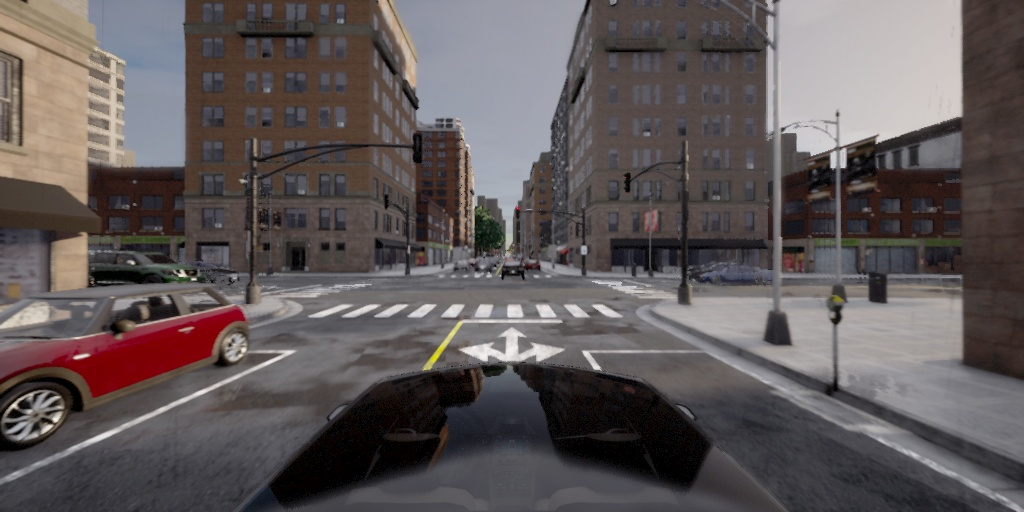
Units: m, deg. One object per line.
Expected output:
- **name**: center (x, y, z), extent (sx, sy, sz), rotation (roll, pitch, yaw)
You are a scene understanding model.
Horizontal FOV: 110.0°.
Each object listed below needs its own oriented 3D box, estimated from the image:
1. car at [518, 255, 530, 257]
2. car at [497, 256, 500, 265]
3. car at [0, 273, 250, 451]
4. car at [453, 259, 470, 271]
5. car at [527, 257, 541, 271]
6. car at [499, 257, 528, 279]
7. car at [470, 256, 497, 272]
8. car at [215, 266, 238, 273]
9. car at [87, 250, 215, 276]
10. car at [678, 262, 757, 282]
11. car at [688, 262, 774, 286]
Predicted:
- **car**: center (2.367, 0.807, 59.906), extent (2.192, 1.841, 5.009), rotation (0, 0, -1)
- **car**: center (-3.321, 1.047, 56.888), extent (2.033, 1.411, 5.357), rotation (0, 0, 0)
- **car**: center (-5.858, 1.172, 4.947), extent (1.967, 1.591, 4.097), rotation (0, 0, 0)
- **car**: center (-5.999, 1.099, 43.307), extent (2.007, 1.370, 4.403), rotation (0, 0, -1)
- **car**: center (2.527, 1.094, 43.386), extent (1.888, 1.381, 4.507), rotation (0, 0, -1)
- **car**: center (0.070, 1.082, 30.523), extent (1.882, 1.535, 5.008), rotation (0, 0, 0)
- **car**: center (-3.209, 1.048, 41.317), extent (2.128, 1.511, 4.902), rotation (0, 0, 0)
- **car**: center (-18.656, 1.047, 20.940), extent (4.902, 1.511, 2.128), rotation (0, 0, 0)
- **car**: center (-18.449, 0.767, 17.692), extent (5.566, 2.045, 2.150), rotation (1, 0, 0)
- **car**: center (15.862, 1.213, 27.849), extent (4.902, 1.511, 2.128), rotation (0, 0, 0)
- **car**: center (15.107, 1.258, 24.604), extent (5.357, 1.411, 2.033), rotation (0, 0, -1)
